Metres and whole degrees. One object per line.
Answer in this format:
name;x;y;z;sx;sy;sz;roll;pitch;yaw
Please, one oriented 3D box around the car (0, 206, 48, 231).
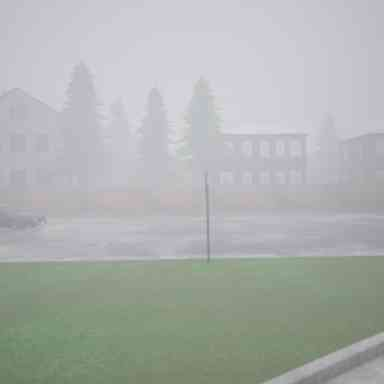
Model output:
car;-11.414;1.507;19.456;5.357;1.411;2.033;-1;1;-2
